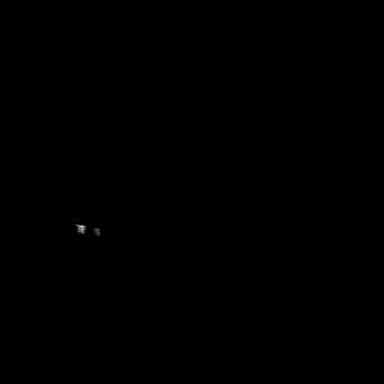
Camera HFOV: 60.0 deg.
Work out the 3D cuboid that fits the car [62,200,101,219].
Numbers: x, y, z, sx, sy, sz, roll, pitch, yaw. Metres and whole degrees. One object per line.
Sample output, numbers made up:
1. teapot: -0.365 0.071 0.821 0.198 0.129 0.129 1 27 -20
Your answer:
1. car: -8.715 1.294 26.146 1.994 1.385 4.181 2 0 -37
